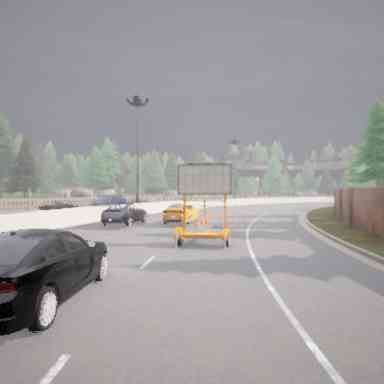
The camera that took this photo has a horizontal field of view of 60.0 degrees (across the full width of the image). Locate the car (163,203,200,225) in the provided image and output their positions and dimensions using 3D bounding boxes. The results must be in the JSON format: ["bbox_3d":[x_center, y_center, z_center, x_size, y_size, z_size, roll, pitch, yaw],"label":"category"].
[{"bbox_3d":[-0.708,1.556,24.932,1.882,1.535,5.008,0,0,13],"label":"car"}]

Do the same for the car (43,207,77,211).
[{"bbox_3d":[-15.354,1.721,37.990,1.895,1.301,4.718,0,0,19],"label":"car"}]

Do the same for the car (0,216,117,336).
[{"bbox_3d":[-3.234,1.500,6.915,1.882,1.535,5.008,0,0,2],"label":"car"}]

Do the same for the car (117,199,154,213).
[{"bbox_3d":[-6.841,1.621,40.893,2.128,1.511,4.902,0,0,22],"label":"car"}]

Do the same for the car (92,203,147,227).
[{"bbox_3d":[-4.641,1.565,23.340,2.128,1.511,4.902,0,0,12],"label":"car"}]

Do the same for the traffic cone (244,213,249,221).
[{"bbox_3d":[4.449,2.041,27.201,0.340,0.580,0.340,0,0,11],"label":"traffic cone"}]

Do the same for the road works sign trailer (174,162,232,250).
[{"bbox_3d":[0.586,0.511,14.700,2.380,3.560,2.880,0,0,11],"label":"road works sign trailer"}]
